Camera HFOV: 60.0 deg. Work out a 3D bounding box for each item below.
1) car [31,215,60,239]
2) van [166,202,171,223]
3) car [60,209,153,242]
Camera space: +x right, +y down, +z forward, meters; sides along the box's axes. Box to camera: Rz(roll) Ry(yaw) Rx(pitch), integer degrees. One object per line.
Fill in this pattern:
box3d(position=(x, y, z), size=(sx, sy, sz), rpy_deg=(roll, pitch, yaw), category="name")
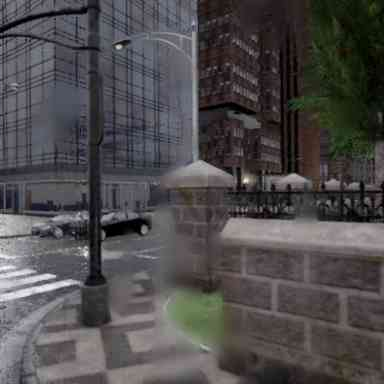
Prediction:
box3d(position=(-6.971, 1.835, 19.170), size=(2.008, 1.369, 4.403), rpy_deg=(-1, -1, 36), category="car")
box3d(position=(-0.514, 1.684, 28.139), size=(1.690, 1.788, 3.998), rpy_deg=(-1, -1, 36), category="van")
box3d(position=(-4.313, 1.734, 18.295), size=(1.882, 1.535, 5.008), rpy_deg=(-1, -1, 36), category="car")
